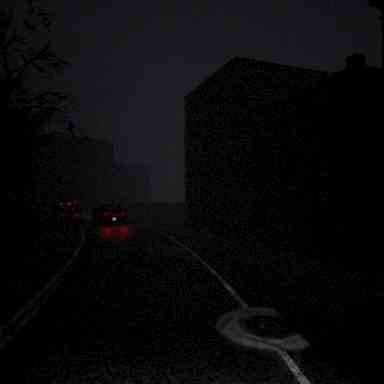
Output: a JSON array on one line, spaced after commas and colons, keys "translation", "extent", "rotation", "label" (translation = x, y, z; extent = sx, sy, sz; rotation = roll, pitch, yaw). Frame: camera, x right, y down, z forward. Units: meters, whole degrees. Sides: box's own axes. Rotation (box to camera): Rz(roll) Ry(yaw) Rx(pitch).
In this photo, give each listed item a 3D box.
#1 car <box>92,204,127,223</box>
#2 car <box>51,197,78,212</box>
[{"translation": [-6.365, 1.589, 25.187], "extent": [1.895, 1.301, 4.718], "rotation": [0, 0, -25], "label": "car"}, {"translation": [-15.188, 1.368, 39.424], "extent": [2.097, 1.767, 4.553], "rotation": [0, 0, -36], "label": "car"}]
